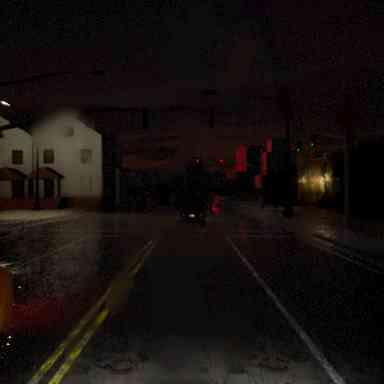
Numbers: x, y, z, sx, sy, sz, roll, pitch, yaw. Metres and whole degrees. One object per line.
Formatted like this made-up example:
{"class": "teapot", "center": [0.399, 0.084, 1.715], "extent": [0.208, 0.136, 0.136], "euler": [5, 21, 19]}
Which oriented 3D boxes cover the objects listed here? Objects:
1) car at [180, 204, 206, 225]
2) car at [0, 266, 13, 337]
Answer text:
{"class": "car", "center": [0.068, 1.589, 24.178], "extent": [2.033, 1.411, 5.357], "euler": [0, 0, 0]}
{"class": "car", "center": [-3.590, 1.486, 2.867], "extent": [1.882, 1.535, 5.008], "euler": [0, 0, 0]}
